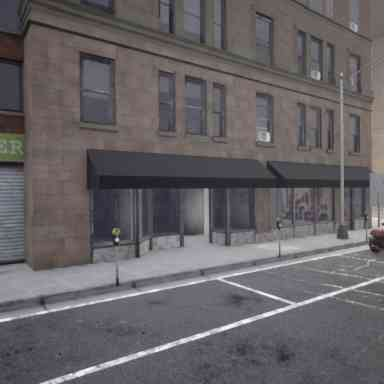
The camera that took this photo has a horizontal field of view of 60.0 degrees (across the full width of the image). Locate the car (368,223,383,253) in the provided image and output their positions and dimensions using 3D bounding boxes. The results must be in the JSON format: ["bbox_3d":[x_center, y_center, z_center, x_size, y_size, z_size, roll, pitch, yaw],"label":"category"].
[{"bbox_3d":[8.431,1.541,12.598,4.507,1.381,1.887,0,-1,-36],"label":"car"}]
